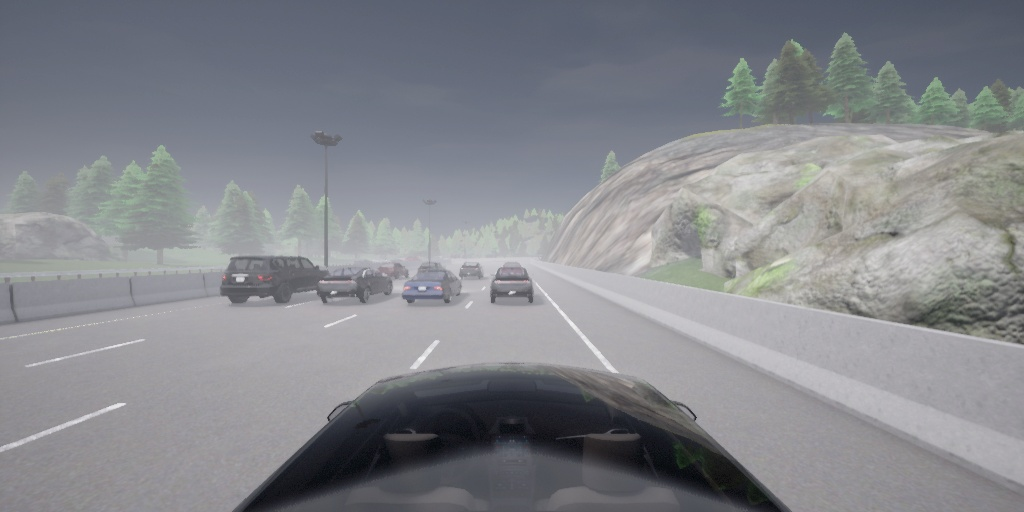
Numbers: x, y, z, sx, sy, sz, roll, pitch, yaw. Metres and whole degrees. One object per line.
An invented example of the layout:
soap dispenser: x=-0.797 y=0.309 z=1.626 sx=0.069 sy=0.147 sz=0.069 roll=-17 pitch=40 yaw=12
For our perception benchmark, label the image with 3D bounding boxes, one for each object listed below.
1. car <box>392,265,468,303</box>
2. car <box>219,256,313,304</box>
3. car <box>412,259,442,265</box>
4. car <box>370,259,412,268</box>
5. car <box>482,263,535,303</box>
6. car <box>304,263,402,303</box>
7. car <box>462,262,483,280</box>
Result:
car: x=-3.500 y=1.310 z=16.500 sx=2.033 sy=1.411 sz=5.357 roll=0 pitch=0 yaw=0
car: x=-10.500 y=1.005 z=16.530 sx=2.150 sy=2.045 sz=5.566 roll=0 pitch=0 yaw=0
car: x=-7.000 y=1.264 z=31.500 sx=1.837 sy=1.490 sz=4.892 roll=0 pitch=0 yaw=0
car: x=-10.500 y=1.280 z=31.500 sx=1.812 sy=1.442 sz=4.674 roll=0 pitch=0 yaw=0
car: x=0.000 y=1.242 z=16.500 sx=2.128 sy=1.511 sz=4.902 roll=0 pitch=0 yaw=0
car: x=-7.000 y=1.242 z=16.500 sx=2.128 sy=1.511 sz=4.902 roll=0 pitch=0 yaw=0
car: x=-3.500 y=1.242 z=31.500 sx=2.128 sy=1.511 sz=4.902 roll=0 pitch=0 yaw=0
